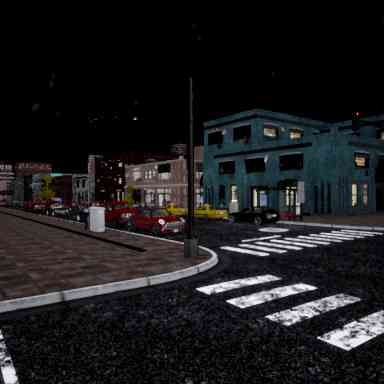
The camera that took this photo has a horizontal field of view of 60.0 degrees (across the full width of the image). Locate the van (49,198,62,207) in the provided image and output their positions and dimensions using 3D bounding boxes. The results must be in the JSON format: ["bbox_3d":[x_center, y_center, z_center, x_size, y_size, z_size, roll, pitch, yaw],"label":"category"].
[{"bbox_3d":[-28.999,2.173,70.661,1.690,1.788,3.998,-1,0,-36],"label":"van"}]

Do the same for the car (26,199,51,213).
[{"bbox_3d":[-22.280,1.952,47.539,2.192,1.841,5.009,-1,0,-36],"label":"car"}]

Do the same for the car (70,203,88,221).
[{"bbox_3d":[-8.826,1.918,29.359,2.008,1.369,4.403,-1,0,-36],"label":"car"}]

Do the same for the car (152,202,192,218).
[{"bbox_3d":[-2.200,1.820,34.435,1.752,1.417,4.829,-1,0,-36],"label":"car"}]

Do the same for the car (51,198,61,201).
[{"bbox_3d":[-25.313,2.265,61.332,1.812,1.442,4.674,-1,0,-35],"label":"car"}]

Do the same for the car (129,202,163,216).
[{"bbox_3d":[-5.460,1.911,38.844,2.008,1.369,4.403,-1,0,-36],"label":"car"}]

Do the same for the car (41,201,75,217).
[{"bbox_3d":[-15.551,2.053,38.449,2.008,1.369,4.403,-1,0,-36],"label":"car"}]

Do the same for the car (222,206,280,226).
[{"bbox_3d":[4.627,1.724,25.208,1.947,1.339,4.313,-1,0,-36],"label":"car"}]

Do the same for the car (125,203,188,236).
[{"bbox_3d":[-2.104,1.673,20.268,1.967,1.590,4.097,-1,0,-36],"label":"car"}]

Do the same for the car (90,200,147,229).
[{"bbox_3d":[-5.470,1.616,24.812,2.192,1.841,5.009,-1,0,-36],"label":"car"}]

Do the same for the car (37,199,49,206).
[{"bbox_3d":[-35.819,2.494,79.889,1.752,1.417,4.829,-1,0,-36],"label":"car"}]

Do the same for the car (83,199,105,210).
[{"bbox_3d":[-15.549,2.002,52.480,1.967,1.590,4.097,-1,0,-36],"label":"car"}]

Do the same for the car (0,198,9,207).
[{"bbox_3d":[-42.486,2.357,74.787,2.192,1.841,5.009,-1,0,-36],"label":"car"}]

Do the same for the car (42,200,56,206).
[{"bbox_3d":[-32.356,2.444,75.207,1.887,1.381,4.507,-1,0,-36],"label":"car"}]

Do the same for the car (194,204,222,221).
[{"bbox_3d":[1.163,1.753,29.890,1.752,1.417,4.829,-1,0,-36],"label":"car"}]

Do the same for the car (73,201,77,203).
[{"bbox_3d":[-22.270,2.279,61.571,1.802,1.307,4.206,-1,0,-36],"label":"car"}]
